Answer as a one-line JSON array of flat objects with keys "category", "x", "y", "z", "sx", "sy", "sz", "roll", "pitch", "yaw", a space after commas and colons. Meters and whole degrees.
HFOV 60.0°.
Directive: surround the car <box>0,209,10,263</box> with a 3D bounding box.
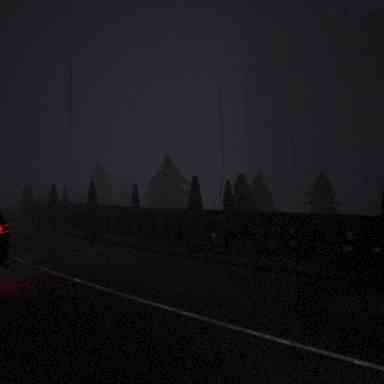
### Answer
[{"category": "car", "x": -7.983, "y": 1.291, "z": 11.190, "sx": 5.566, "sy": 2.045, "sz": 2.150, "roll": 0, "pitch": 0, "yaw": 45}]
